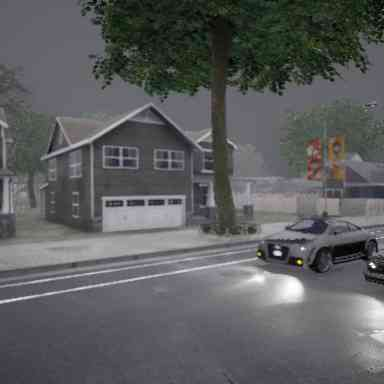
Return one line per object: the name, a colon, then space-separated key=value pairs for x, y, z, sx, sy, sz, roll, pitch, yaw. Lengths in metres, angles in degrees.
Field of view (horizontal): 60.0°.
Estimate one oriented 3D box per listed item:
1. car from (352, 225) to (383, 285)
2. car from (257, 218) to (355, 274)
car: x=6.468 y=1.517 z=8.288 sx=5.357 sy=1.411 sz=2.033 roll=0 pitch=0 yaw=-35
car: x=4.039 y=1.535 z=10.548 sx=4.181 sy=1.385 sz=1.994 roll=0 pitch=0 yaw=-35
